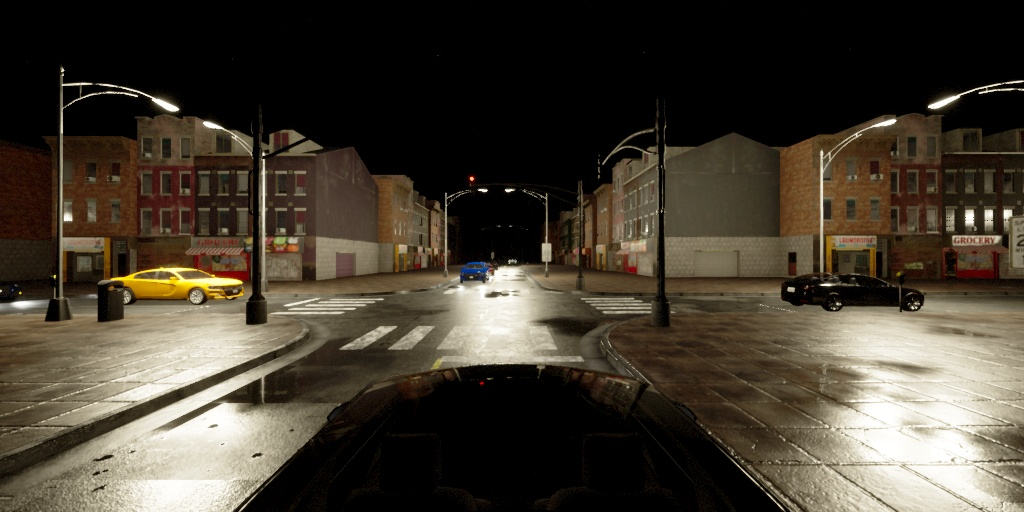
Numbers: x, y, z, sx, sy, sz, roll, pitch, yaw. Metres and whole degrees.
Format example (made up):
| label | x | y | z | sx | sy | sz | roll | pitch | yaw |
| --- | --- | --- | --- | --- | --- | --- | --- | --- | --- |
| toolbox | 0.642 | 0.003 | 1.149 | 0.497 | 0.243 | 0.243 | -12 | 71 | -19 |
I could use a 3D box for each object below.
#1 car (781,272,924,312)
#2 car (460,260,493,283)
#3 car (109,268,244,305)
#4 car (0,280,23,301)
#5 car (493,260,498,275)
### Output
| label | x | y | z | sx | sy | sz | roll | pitch | yaw |
| --- | --- | --- | --- | --- | --- | --- | --- | --- | --- |
| car | 12.358 | 1.267 | 13.195 | 4.313 | 1.339 | 1.948 | 0 | 0 | 0 |
| car | -2.825 | 1.239 | 27.938 | 1.882 | 1.535 | 5.008 | 0 | 0 | 1 |
| car | -14.588 | 1.271 | 15.747 | 5.008 | 1.535 | 1.882 | 0 | 0 | 2 |
| car | -24.592 | 1.392 | 15.776 | 4.181 | 1.385 | 1.994 | 0 | 0 | 0 |
| car | -2.836 | 1.333 | 37.889 | 1.994 | 1.385 | 4.181 | 0 | 0 | 0 |
